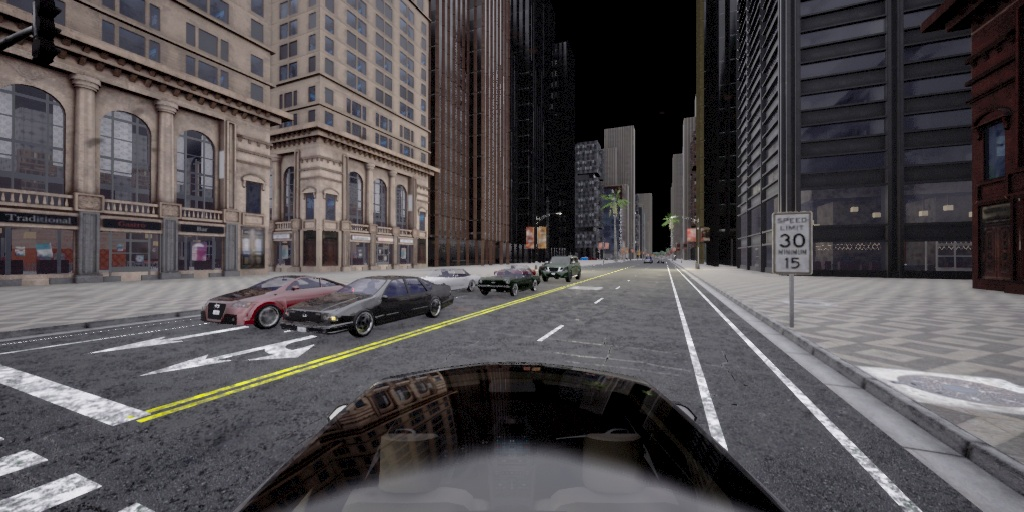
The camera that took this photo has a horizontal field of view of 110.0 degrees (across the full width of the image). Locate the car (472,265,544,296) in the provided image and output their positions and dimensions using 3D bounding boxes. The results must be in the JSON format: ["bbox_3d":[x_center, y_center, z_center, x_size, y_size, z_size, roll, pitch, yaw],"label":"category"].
[{"bbox_3d":[-0.040,1.358,19.519,1.895,1.301,4.718,0,0,23],"label":"car"}]

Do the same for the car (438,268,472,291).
[{"bbox_3d":[-3.626,1.357,19.398,1.895,1.301,4.718,0,0,23],"label":"car"}]

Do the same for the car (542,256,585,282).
[{"bbox_3d":[4.158,0.987,29.357,2.150,2.045,5.566,0,0,23],"label":"car"}]

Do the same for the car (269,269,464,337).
[{"bbox_3d":[-3.800,1.299,10.698,2.033,1.411,5.357,0,0,23],"label":"car"}]

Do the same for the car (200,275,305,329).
[{"bbox_3d":[-7.057,1.316,11.336,1.994,1.385,4.181,0,0,23],"label":"car"}]

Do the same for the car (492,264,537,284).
[{"bbox_3d":[0.282,1.364,28.561,1.895,1.301,4.718,0,0,23],"label":"car"}]

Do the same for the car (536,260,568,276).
[{"bbox_3d":[4.319,1.251,37.935,1.882,1.535,5.008,0,0,24],"label":"car"}]
